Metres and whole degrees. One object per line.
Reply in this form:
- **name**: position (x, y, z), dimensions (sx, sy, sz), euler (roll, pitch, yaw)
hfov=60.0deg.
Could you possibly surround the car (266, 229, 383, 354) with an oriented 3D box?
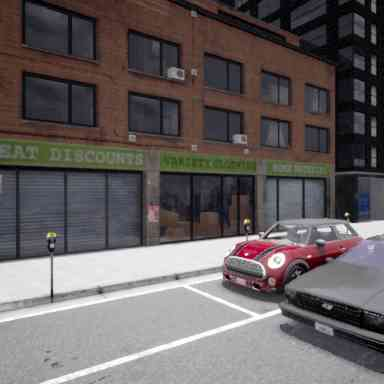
- **car**: position (4.034, 1.547, 6.253), dimensions (5.357, 1.411, 2.033), euler (0, 0, -36)

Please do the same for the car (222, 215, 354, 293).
- **car**: position (2.694, 1.439, 8.456), dimensions (4.097, 1.590, 1.967), euler (0, 0, -35)
